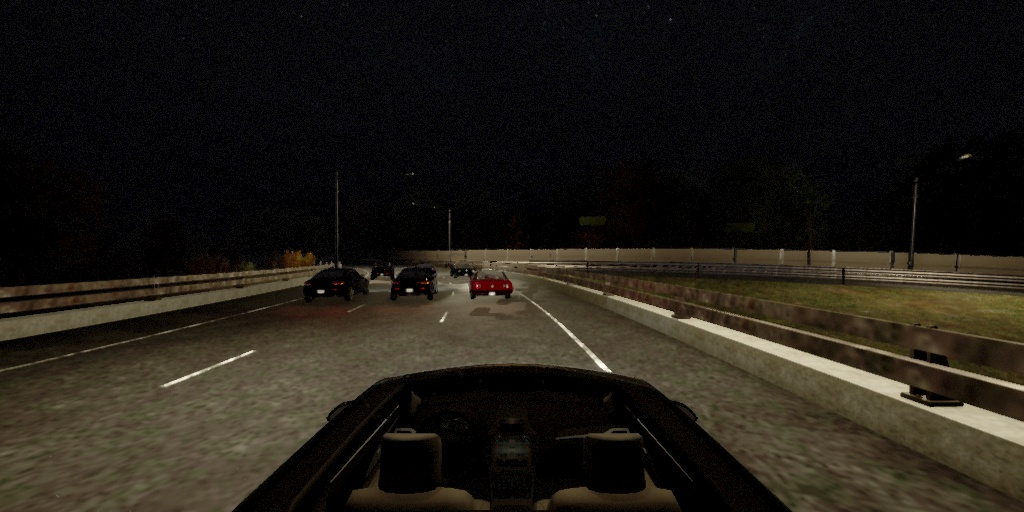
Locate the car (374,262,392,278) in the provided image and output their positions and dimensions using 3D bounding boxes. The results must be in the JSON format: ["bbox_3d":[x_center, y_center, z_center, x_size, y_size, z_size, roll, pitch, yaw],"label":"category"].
[{"bbox_3d":[-11.359,1.264,31.750,1.837,1.490,4.892,0,0,-16],"label":"car"}]

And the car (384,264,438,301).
[{"bbox_3d":[-4.644,1.281,17.366,1.812,1.442,4.674,0,0,-8],"label":"car"}]

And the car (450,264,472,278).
[{"bbox_3d":[-4.653,1.365,33.755,1.895,1.301,4.718,0,0,-16],"label":"car"}]

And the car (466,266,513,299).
[{"bbox_3d":[-1.184,1.364,17.898,1.895,1.301,4.718,0,0,-8],"label":"car"}]

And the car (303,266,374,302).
[{"bbox_3d":[-8.107,1.281,16.865,1.812,1.442,4.674,0,0,-8],"label":"car"}]
